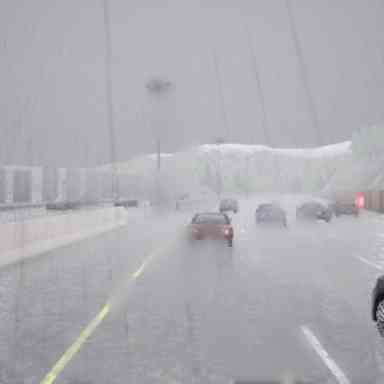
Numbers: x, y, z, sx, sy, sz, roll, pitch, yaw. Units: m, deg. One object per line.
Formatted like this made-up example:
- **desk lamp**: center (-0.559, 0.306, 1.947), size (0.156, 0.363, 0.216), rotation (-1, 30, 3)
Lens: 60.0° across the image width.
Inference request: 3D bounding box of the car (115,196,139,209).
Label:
- **car**: center (-8.656, 1.332, 43.725), size (1.882, 1.535, 5.008), rotation (0, 0, 14)

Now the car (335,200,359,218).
- **car**: center (13.662, 1.459, 30.290), size (2.128, 1.511, 4.902), rotation (0, 0, 11)

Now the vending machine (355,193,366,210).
- **vending machine**: center (21.528, 1.159, 42.503), size (1.100, 2.100, 0.880), rotation (0, 0, 16)

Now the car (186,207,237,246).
- **car**: center (0.893, 1.564, 15.157), size (1.895, 1.301, 4.718), rotation (0, 0, 5)

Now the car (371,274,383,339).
- **car**: center (3.719, 1.495, 3.348), size (2.128, 1.511, 4.902), rotation (0, 0, 1)

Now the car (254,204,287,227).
- **car**: center (5.262, 1.506, 22.657), size (2.033, 1.411, 5.357), rotation (0, 0, 8)

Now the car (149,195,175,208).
- **car**: center (-4.412, 1.365, 46.272), size (1.837, 1.490, 4.892), rotation (0, 1, 15)

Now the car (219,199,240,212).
- **car**: center (4.012, 1.467, 35.677), size (2.033, 1.411, 5.357), rotation (0, 0, 12)

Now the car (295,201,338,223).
- **car**: center (9.232, 1.512, 25.554), size (2.033, 1.411, 5.357), rotation (0, 0, 9)

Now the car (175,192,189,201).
- **car**: center (-2.510, 0.978, 76.465), size (2.150, 2.045, 5.566), rotation (0, 0, 18)
